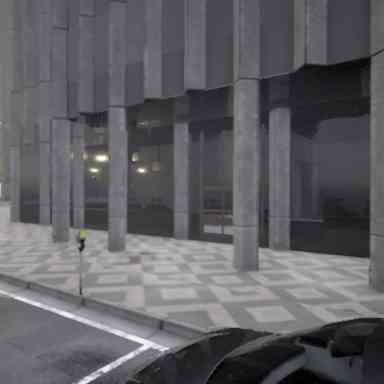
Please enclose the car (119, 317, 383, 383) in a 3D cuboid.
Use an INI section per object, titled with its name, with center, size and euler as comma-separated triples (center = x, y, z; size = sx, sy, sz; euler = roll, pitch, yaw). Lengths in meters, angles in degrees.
[car]
center = 1.323, 1.563, 2.027
size = 4.313, 1.339, 1.947
euler = 0, 0, 35
